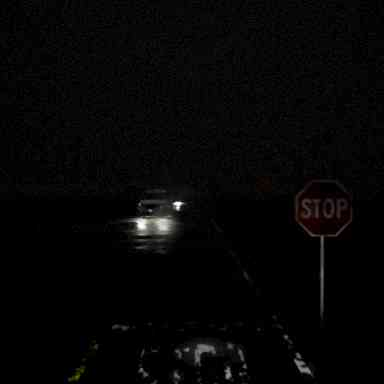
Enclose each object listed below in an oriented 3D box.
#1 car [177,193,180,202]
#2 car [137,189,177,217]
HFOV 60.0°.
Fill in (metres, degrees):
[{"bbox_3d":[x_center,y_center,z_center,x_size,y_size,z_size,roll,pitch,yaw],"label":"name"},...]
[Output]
[{"bbox_3d":[-2.733,0.776,49.217,1.895,1.301,4.718,0,1,0],"label":"car"},{"bbox_3d":[-2.818,0.878,26.640,2.150,2.045,5.566,0,3,3],"label":"car"}]
